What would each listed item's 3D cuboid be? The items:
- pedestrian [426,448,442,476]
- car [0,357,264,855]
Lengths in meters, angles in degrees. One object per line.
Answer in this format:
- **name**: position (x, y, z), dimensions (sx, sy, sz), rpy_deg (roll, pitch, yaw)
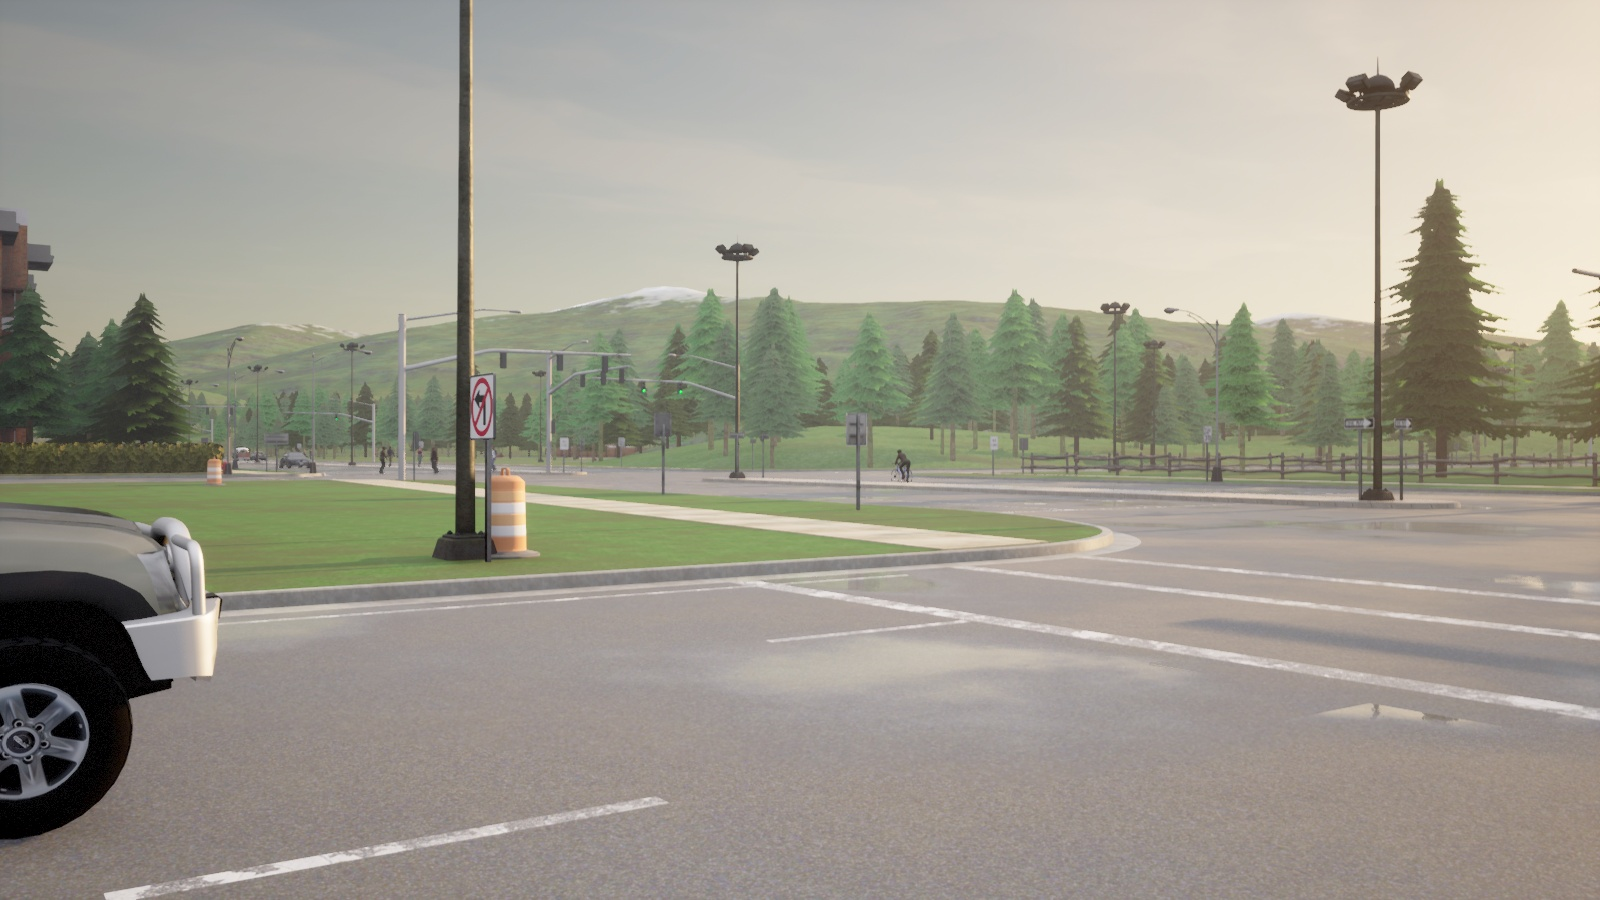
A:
- **pedestrian**: position (-24.312, 0.764, 83.420), dimensions (0.899, 1.844, 0.634), rpy_deg (0, 0, -40)
- **car**: position (-4.663, 0.584, 4.677), dimensions (4.605, 1.855, 1.932), rpy_deg (0, 0, -35)
